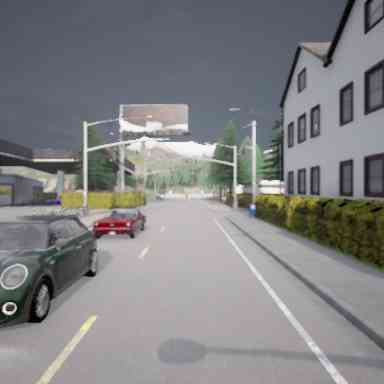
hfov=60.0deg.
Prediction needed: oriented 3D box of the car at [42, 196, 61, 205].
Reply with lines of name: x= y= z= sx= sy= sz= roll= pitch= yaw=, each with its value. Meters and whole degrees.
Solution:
car: x=-22.146 y=1.434 z=54.798 sx=4.611 sy=1.667 sz=2.242 roll=0 pitch=0 yaw=0

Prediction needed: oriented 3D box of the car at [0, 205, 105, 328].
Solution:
car: x=-3.582 y=1.320 z=7.120 sx=2.097 sy=1.767 sz=4.553 roll=0 pitch=0 yaw=0

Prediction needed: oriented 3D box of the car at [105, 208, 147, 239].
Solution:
car: x=-3.555 y=1.526 z=17.139 sx=1.895 sy=1.301 sz=4.718 roll=0 pitch=0 yaw=1
